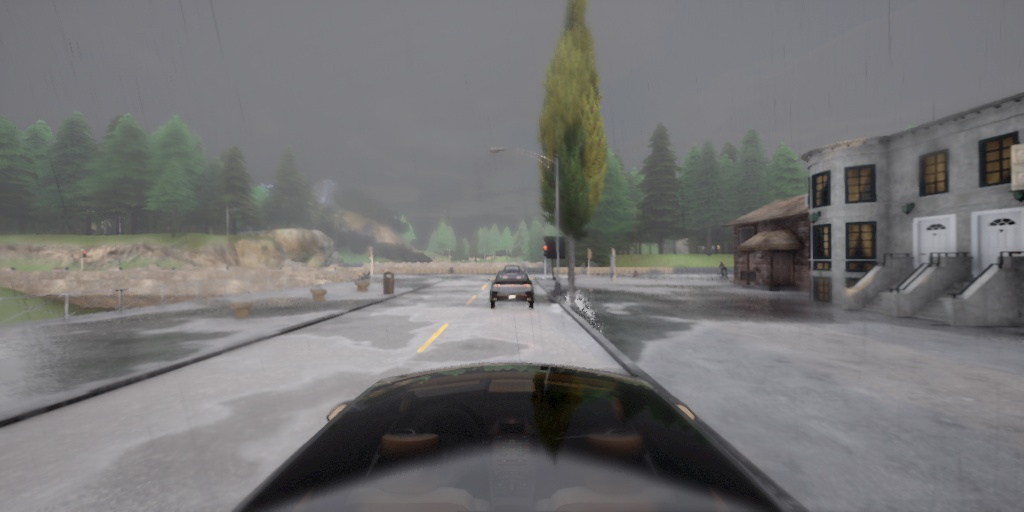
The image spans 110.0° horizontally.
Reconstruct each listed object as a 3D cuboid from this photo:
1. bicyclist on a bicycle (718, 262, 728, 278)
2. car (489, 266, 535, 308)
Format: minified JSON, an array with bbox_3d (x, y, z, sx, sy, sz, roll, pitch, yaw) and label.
[{"bbox_3d":[20.988,1.414,35.764,0.582,1.620,1.656,-1,0,0],"label":"bicyclist on a bicycle"},{"bbox_3d":[0.008,1.378,16.151,2.128,1.511,4.902,0,0,0],"label":"car"}]
